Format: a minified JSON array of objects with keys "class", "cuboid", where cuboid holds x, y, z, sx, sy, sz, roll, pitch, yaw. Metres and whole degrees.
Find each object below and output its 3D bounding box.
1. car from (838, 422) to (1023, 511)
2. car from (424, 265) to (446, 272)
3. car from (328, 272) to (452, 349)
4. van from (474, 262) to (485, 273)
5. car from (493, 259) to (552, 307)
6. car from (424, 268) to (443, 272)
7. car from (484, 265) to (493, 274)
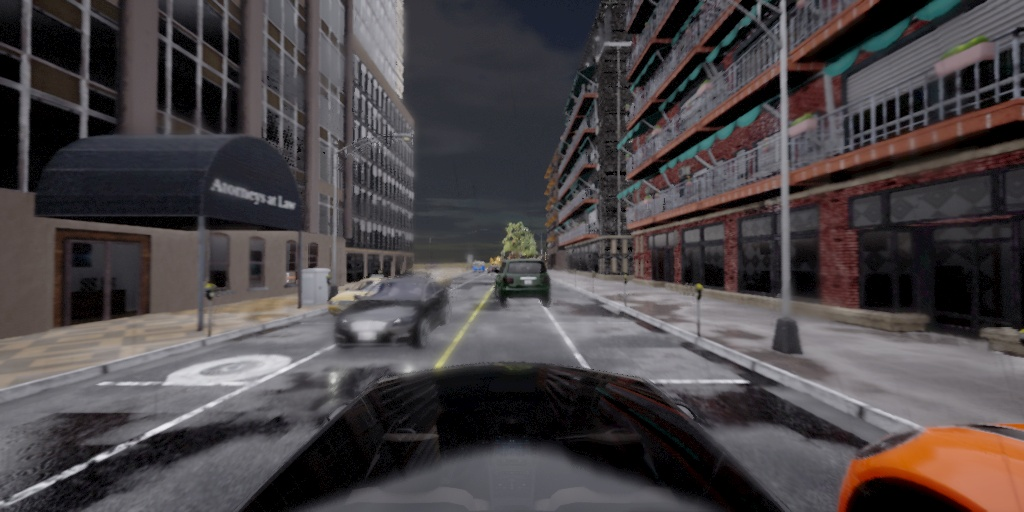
[{"class":"car","cuboid":[2.987,1.084,0.223,2.097,1.767,4.553,0,-1,0]},{"class":"car","cuboid":[-5.306,1.580,24.957,1.751,1.417,4.829,0,0,0]},{"class":"car","cuboid":[-2.847,1.343,9.514,2.128,1.511,4.902,0,-1,0]},{"class":"van","cuboid":[-5.322,1.826,58.321,1.690,1.789,3.998,0,0,0]},{"class":"car","cuboid":[0.405,1.168,16.801,2.150,2.045,5.566,0,-1,-5]},{"class":"car","cuboid":[-5.308,1.549,19.594,1.948,1.339,4.313,0,0,0]},{"class":"car","cuboid":[-2.728,2.023,55.353,1.994,1.385,4.181,0,-1,0]}]
